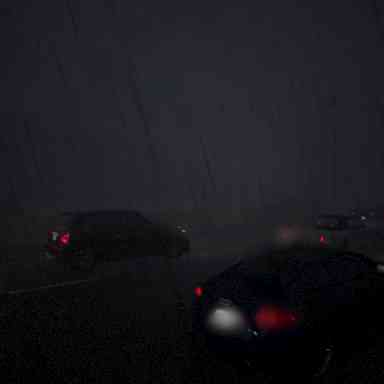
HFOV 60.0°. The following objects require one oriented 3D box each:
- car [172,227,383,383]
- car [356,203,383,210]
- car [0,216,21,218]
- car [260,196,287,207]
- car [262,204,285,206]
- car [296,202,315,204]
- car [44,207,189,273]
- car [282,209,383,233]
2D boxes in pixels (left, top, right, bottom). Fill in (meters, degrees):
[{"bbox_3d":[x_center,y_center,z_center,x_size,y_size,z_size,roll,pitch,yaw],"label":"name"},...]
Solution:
[{"bbox_3d":[2.019,1.540,5.409,4.181,1.385,1.994,0,0,-37],"label":"car"},{"bbox_3d":[13.212,1.469,24.062,4.718,1.301,1.895,0,0,-43],"label":"car"},{"bbox_3d":[-16.204,1.375,26.960,4.553,1.767,2.097,0,0,-37],"label":"car"},{"bbox_3d":[11.885,1.318,48.212,1.837,1.490,4.892,0,1,41],"label":"car"},{"bbox_3d":[11.161,1.186,42.207,2.097,1.767,4.553,0,0,43],"label":"car"},{"bbox_3d":[13.892,1.372,39.953,2.033,1.411,5.357,0,0,43],"label":"car"},{"bbox_3d":[-2.292,1.338,10.920,4.553,1.767,2.097,0,0,-37],"label":"car"},{"bbox_3d":[5.525,1.540,12.605,4.718,1.301,1.895,0,0,-39],"label":"car"}]
